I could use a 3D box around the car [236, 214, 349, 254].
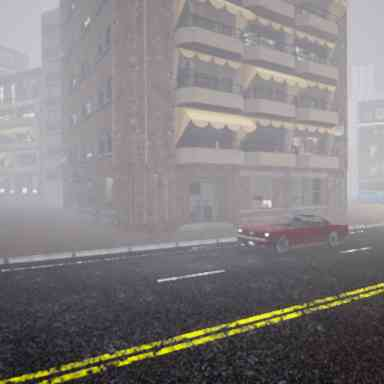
[{"bbox_3d":[4.065,1.560,13.327,4.718,1.301,1.895,0,0,-31],"label":"car"}]

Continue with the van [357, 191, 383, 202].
[{"bbox_3d":[29.866,0.698,55.538,3.998,1.788,1.690,1,0,26],"label":"van"}]
